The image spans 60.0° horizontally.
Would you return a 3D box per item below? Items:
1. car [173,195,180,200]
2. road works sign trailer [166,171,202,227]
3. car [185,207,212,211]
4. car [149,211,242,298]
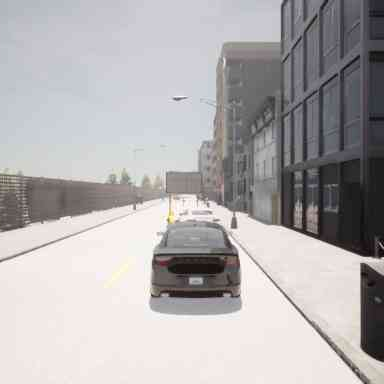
[{"bbox_3d":[-4.281,1.477,93.057,1.882,1.535,5.008,0,0,0],"label":"car"},{"bbox_3d":[-0.558,0.464,21.416,2.380,3.560,2.880,0,0,-16],"label":"road works sign trailer"},{"bbox_3d":[0.329,1.541,17.916,1.812,1.442,4.674,0,-1,-7],"label":"car"},{"bbox_3d":[0.073,1.478,8.560,1.882,1.535,5.008,0,0,0],"label":"car"}]
